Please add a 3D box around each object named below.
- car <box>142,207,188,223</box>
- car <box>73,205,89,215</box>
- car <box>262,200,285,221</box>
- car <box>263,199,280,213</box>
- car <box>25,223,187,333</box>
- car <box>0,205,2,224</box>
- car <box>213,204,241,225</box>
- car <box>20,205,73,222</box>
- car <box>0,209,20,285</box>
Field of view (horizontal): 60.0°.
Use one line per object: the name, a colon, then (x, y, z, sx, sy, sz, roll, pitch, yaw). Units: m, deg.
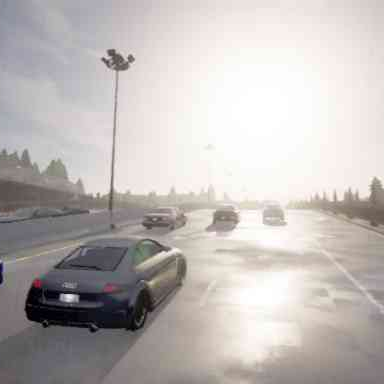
car: (-1.651, 1.687, 22.158, 2.033, 1.411, 5.357, 0, 0, 12)
car: (-11.047, 1.824, 29.139, 1.895, 1.301, 4.718, 0, 0, 13)
car: (7.084, 1.665, 29.118, 1.812, 1.442, 4.674, 0, 0, 13)
car: (9.850, 1.691, 41.396, 1.882, 1.535, 5.008, 0, -1, 13)
car: (-1.450, 1.615, 7.092, 1.994, 1.385, 4.181, 0, 0, 13)
car: (-15.932, 1.738, 23.366, 1.812, 1.442, 4.674, 0, 0, 13)
car: (2.742, 1.665, 25.682, 1.812, 1.442, 4.674, 0, 0, 13)
car: (-9.551, 1.640, 19.840, 1.882, 1.535, 5.008, 0, 0, 13)
car: (-5.537, 1.270, 4.882, 2.150, 2.045, 5.566, 0, -1, 13)
